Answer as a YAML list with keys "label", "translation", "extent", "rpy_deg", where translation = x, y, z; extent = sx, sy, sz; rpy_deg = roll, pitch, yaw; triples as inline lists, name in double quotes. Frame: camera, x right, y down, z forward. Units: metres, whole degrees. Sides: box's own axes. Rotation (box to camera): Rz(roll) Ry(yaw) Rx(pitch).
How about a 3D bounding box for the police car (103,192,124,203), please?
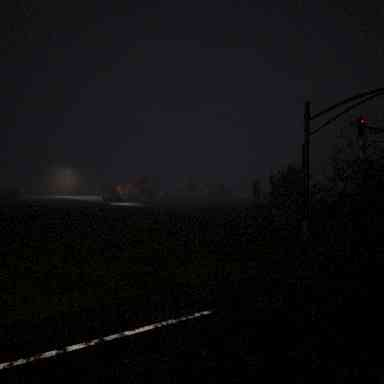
- label: "police car"
  translation: [-11.779, 0.821, 49.809]
  extent: [2.038, 1.542, 4.974]
  rpy_deg: [1, 0, -32]
